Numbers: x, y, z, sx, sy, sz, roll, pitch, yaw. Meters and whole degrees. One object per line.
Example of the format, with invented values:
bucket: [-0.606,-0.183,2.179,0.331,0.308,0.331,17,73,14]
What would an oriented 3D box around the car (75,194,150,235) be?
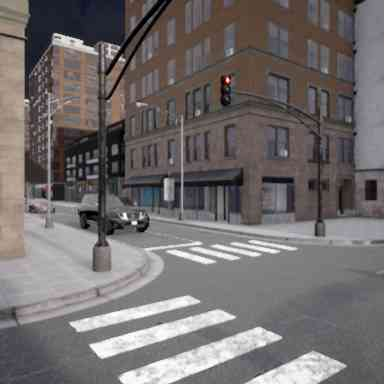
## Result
car: [-4.507,1.130,18.531,2.150,2.045,5.566,0,1,-38]

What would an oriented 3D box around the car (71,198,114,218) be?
car: [-8.924,1.360,29.596,2.128,1.511,4.902,0,0,-36]

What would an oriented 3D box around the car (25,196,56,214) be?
car: [-14.898,1.348,32.979,1.812,1.442,4.674,0,0,-36]
